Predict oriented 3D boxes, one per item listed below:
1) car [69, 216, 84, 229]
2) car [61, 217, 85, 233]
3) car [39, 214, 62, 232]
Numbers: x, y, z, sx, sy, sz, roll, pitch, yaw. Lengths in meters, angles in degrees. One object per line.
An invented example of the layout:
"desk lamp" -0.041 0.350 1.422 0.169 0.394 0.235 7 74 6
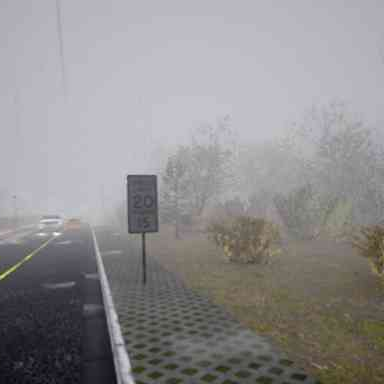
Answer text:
"car" -16.009 4.211 46.349 1.837 1.490 4.892 -1 -3 -17
"car" -12.869 3.601 36.423 1.882 1.535 5.008 -1 -3 -17
"car" -16.909 3.643 39.955 2.150 2.045 5.566 -1 -3 -17
